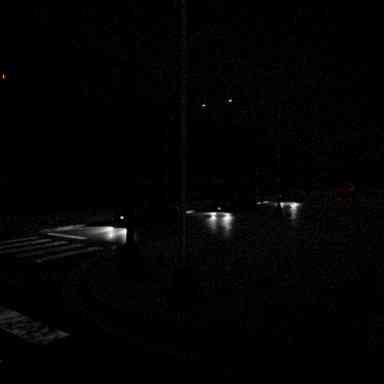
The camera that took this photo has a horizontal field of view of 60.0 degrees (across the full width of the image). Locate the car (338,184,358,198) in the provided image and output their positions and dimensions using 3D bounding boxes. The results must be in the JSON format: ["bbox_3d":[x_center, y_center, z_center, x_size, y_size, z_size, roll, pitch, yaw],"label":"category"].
[{"bbox_3d":[24.361,-0.220,51.971,2.150,2.045,5.566,0,2,35],"label":"car"}]

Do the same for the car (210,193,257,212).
[{"bbox_3d":[3.625,0.824,27.822,2.033,1.411,5.357,0,2,35],"label":"car"}]

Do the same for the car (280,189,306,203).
[{"bbox_3d":[12.090,0.424,39.727,1.837,1.490,4.892,0,2,36],"label":"car"}]

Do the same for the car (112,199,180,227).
[{"bbox_3d":[-2.546,1.117,19.113,1.994,1.385,4.181,0,2,35],"label":"car"}]
